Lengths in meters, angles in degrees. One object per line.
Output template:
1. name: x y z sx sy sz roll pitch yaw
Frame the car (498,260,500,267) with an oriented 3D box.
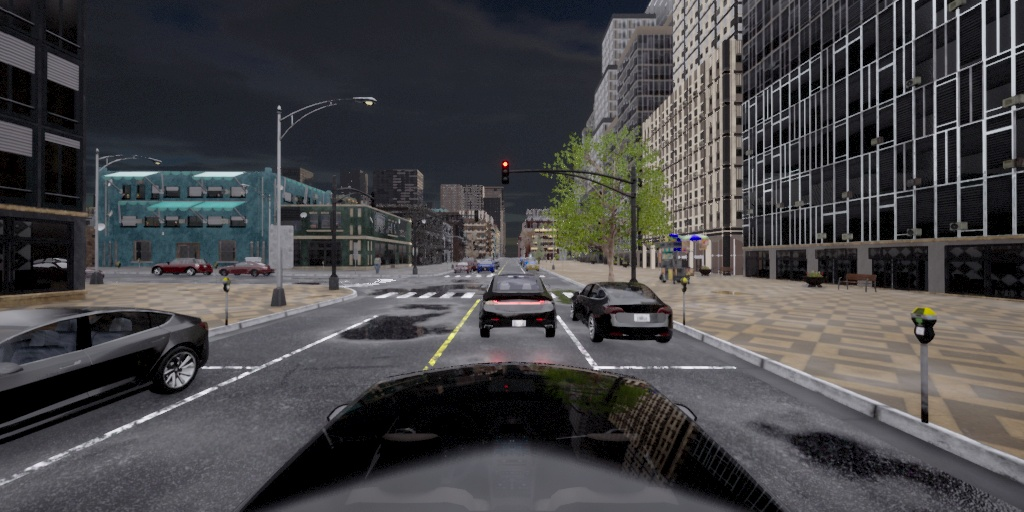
1. car: -3.082 1.318 53.512 1.994 1.385 4.181 0 0 1

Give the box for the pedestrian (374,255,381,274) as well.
1. pedestrian: -12.751 0.789 33.992 0.375 1.860 0.375 0 -1 -1

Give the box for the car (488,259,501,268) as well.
1. car: -3.064 1.302 63.960 2.033 1.411 5.357 0 0 0

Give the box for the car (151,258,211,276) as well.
1. car: -28.370 0.879 30.822 4.097 1.591 1.967 0 0 -1

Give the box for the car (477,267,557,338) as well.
1. car: 0.110 1.242 10.182 2.128 1.511 4.902 0 0 -1

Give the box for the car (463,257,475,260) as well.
1. car: -5.692 1.068 47.538 2.192 1.841 5.009 0 0 0

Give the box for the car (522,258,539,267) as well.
1. car: 2.688 1.278 47.711 1.751 1.417 4.829 0 0 0

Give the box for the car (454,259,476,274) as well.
1. car: -5.692 1.334 41.987 1.802 1.307 4.207 0 0 0

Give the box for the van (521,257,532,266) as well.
1. van: 2.688 1.094 53.093 1.690 1.789 3.998 0 0 0

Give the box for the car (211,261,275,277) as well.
1. car: -22.823 1.090 30.900 4.207 1.307 1.802 0 0 -1

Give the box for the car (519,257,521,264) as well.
1. car: 2.687 1.305 64.194 2.007 1.370 4.403 0 0 0

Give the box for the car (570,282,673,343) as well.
1. car: 2.691 1.316 9.512 1.948 1.339 4.313 0 0 0

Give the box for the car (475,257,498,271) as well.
1. car: -3.103 1.230 43.661 1.882 1.535 5.008 0 0 0

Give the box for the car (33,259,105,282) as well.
1. car: -28.251 0.980 22.442 4.207 1.307 1.802 0 0 -1

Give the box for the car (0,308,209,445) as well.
1. car: -5.689 1.316 3.972 1.948 1.339 4.313 0 0 0
